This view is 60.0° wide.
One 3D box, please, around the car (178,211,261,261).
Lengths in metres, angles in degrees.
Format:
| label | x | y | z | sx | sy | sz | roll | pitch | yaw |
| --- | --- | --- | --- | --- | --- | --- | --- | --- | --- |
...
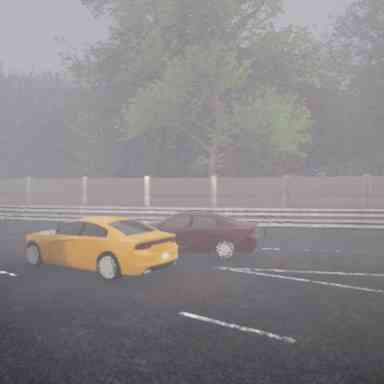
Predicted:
| label | x | y | z | sx | sy | sz | roll | pitch | yaw |
| --- | --- | --- | --- | --- | --- | --- | --- | --- | --- |
| car | -0.133 | 1.426 | 11.767 | 5.008 | 1.535 | 1.882 | 0 | 1 | 13 |

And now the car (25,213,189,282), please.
| label | x | y | z | sx | sy | sz | roll | pitch | yaw |
| --- | --- | --- | --- | --- | --- | --- | --- | --- | --- |
| car | -2.781 | 1.435 | 9.640 | 5.008 | 1.535 | 1.882 | 0 | 0 | 32 |
